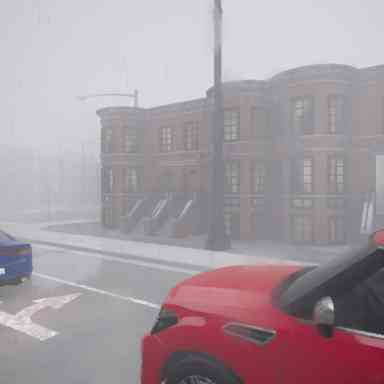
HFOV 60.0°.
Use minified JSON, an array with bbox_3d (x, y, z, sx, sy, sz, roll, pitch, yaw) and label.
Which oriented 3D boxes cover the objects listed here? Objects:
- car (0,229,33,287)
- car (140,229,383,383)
[{"bbox_3d":[-5.950,1.478,8.236,5.008,1.535,1.882,0,0,36],"label":"car"},{"bbox_3d":[2.137,1.221,2.465,5.566,2.045,2.150,0,0,36],"label":"car"}]
